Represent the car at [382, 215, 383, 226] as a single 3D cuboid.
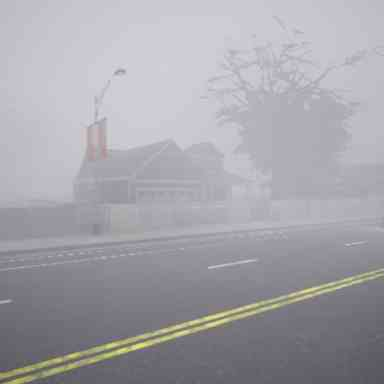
[{"bbox_3d":[14.385,1.557,21.928,4.674,1.442,1.812,0,0,-35],"label":"car"}]
